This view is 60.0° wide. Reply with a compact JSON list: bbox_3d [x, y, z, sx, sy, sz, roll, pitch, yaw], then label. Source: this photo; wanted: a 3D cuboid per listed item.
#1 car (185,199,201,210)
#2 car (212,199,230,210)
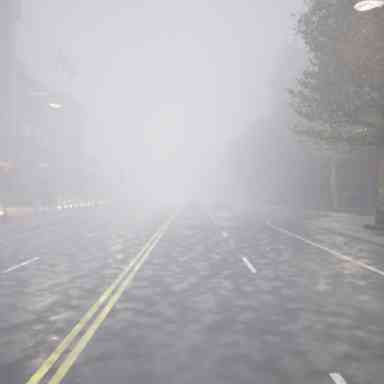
[{"bbox_3d":[0.109,1.548,41.918,1.895,1.301,4.718,0,0,0],"label":"car"},{"bbox_3d":[3.605,1.512,41.212,1.994,1.385,4.181,0,0,0],"label":"car"}]
